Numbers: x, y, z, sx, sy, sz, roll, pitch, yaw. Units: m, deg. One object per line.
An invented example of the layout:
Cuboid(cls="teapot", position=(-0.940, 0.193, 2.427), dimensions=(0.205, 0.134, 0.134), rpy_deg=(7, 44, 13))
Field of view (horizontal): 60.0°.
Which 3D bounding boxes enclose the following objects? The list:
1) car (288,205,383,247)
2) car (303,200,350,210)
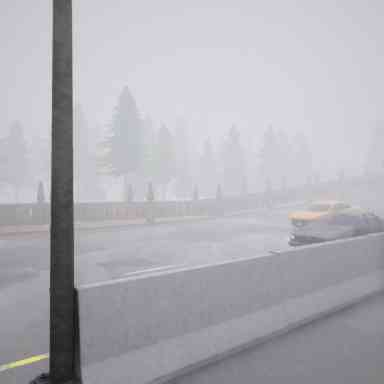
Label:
Cuboid(cls="car", position=(6.108, 1.485, 13.132), dimensions=(5.357, 1.411, 2.033), rpy_deg=(-2, 1, -37))
Cuboid(cls="car", position=(7.488, 1.268, 18.586), dimensions=(5.008, 1.535, 1.882), rpy_deg=(-3, 2, -37))
